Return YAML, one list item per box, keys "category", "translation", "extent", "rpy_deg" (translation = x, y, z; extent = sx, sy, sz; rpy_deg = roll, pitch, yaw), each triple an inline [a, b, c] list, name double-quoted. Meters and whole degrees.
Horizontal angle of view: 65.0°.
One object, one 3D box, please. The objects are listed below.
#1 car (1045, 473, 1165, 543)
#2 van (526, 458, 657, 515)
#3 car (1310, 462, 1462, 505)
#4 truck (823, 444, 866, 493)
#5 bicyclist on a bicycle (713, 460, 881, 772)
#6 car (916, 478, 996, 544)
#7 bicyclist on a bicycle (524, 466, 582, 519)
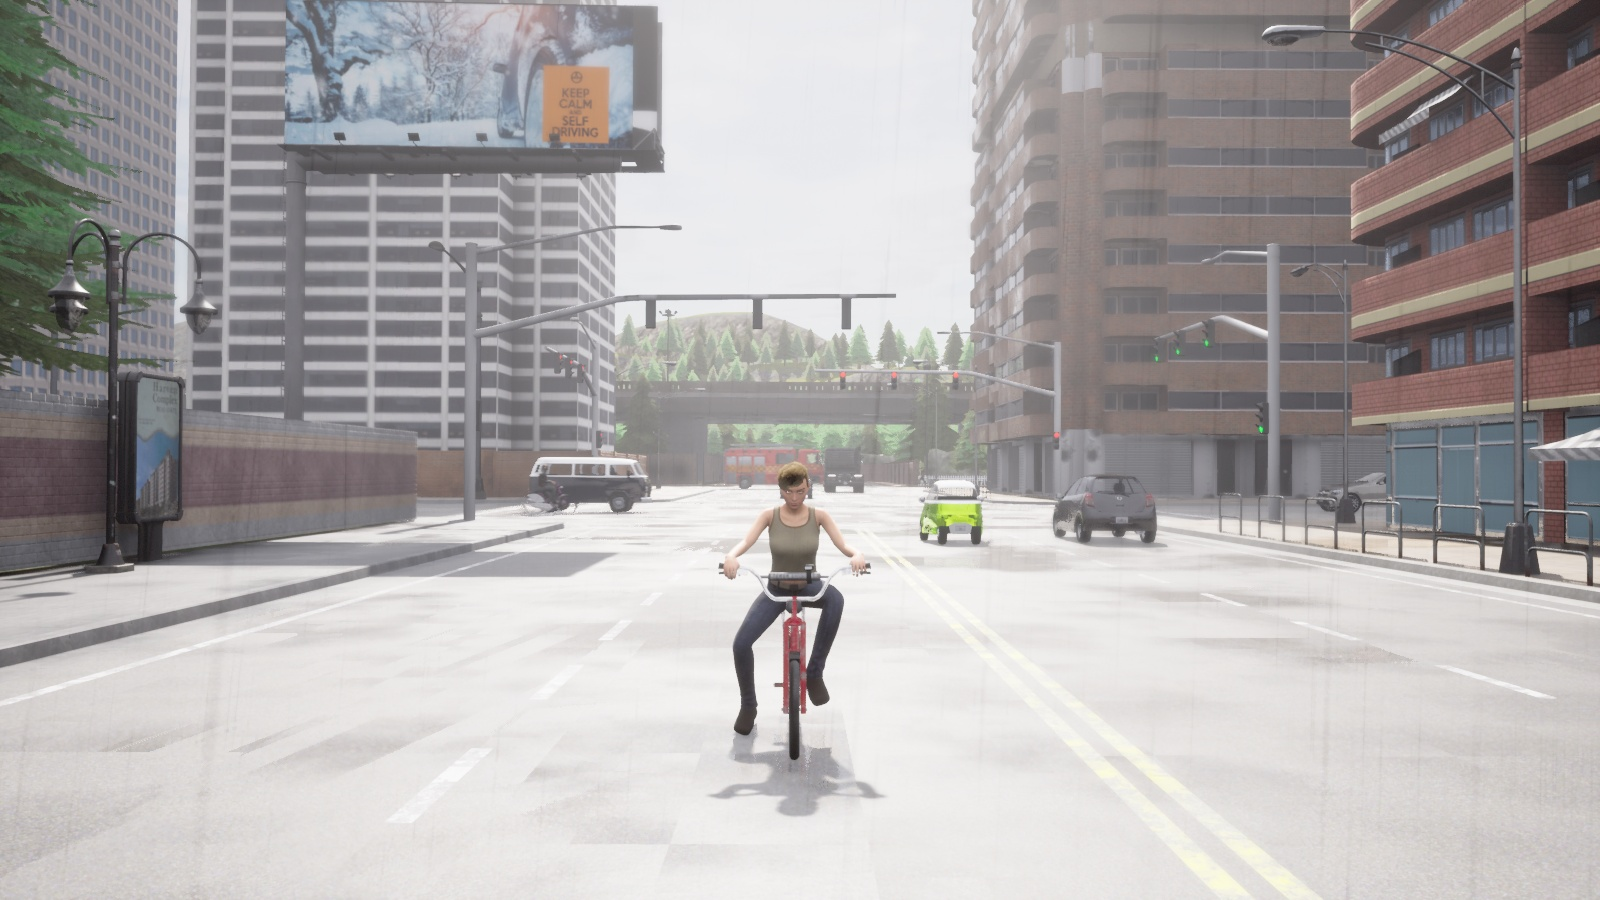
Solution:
- category: "car"
  translation: [6.923, 1.284, 28.835]
  extent: [1.845, 1.501, 3.633]
  rpy_deg: [0, -1, 0]
- category: "van"
  translation: [-7.671, 1.348, 46.522]
  extent: [4.480, 2.038, 2.069]
  rpy_deg: [0, -1, 0]
- category: "car"
  translation: [23.241, 1.337, 49.939]
  extent: [5.027, 1.651, 2.152]
  rpy_deg: [0, -1, 0]
- category: "truck"
  translation: [3.248, 1.386, 93.548]
  extent: [2.891, 3.462, 7.936]
  rpy_deg: [0, -1, 0]
- category: "bicyclist on a bicycle"
  translation: [-0.027, 0.873, 7.275]
  extent: [0.866, 1.612, 1.509]
  rpy_deg: [0, -1, -1]
- category: "car"
  translation: [3.426, 1.322, 27.811]
  extent: [1.481, 1.376, 2.207]
  rpy_deg: [0, -1, 0]
- category: "bicyclist on a bicycle"
  translation: [-8.444, 1.440, 43.022]
  extent: [1.843, 1.776, 0.659]
  rpy_deg: [0, -1, 0]
